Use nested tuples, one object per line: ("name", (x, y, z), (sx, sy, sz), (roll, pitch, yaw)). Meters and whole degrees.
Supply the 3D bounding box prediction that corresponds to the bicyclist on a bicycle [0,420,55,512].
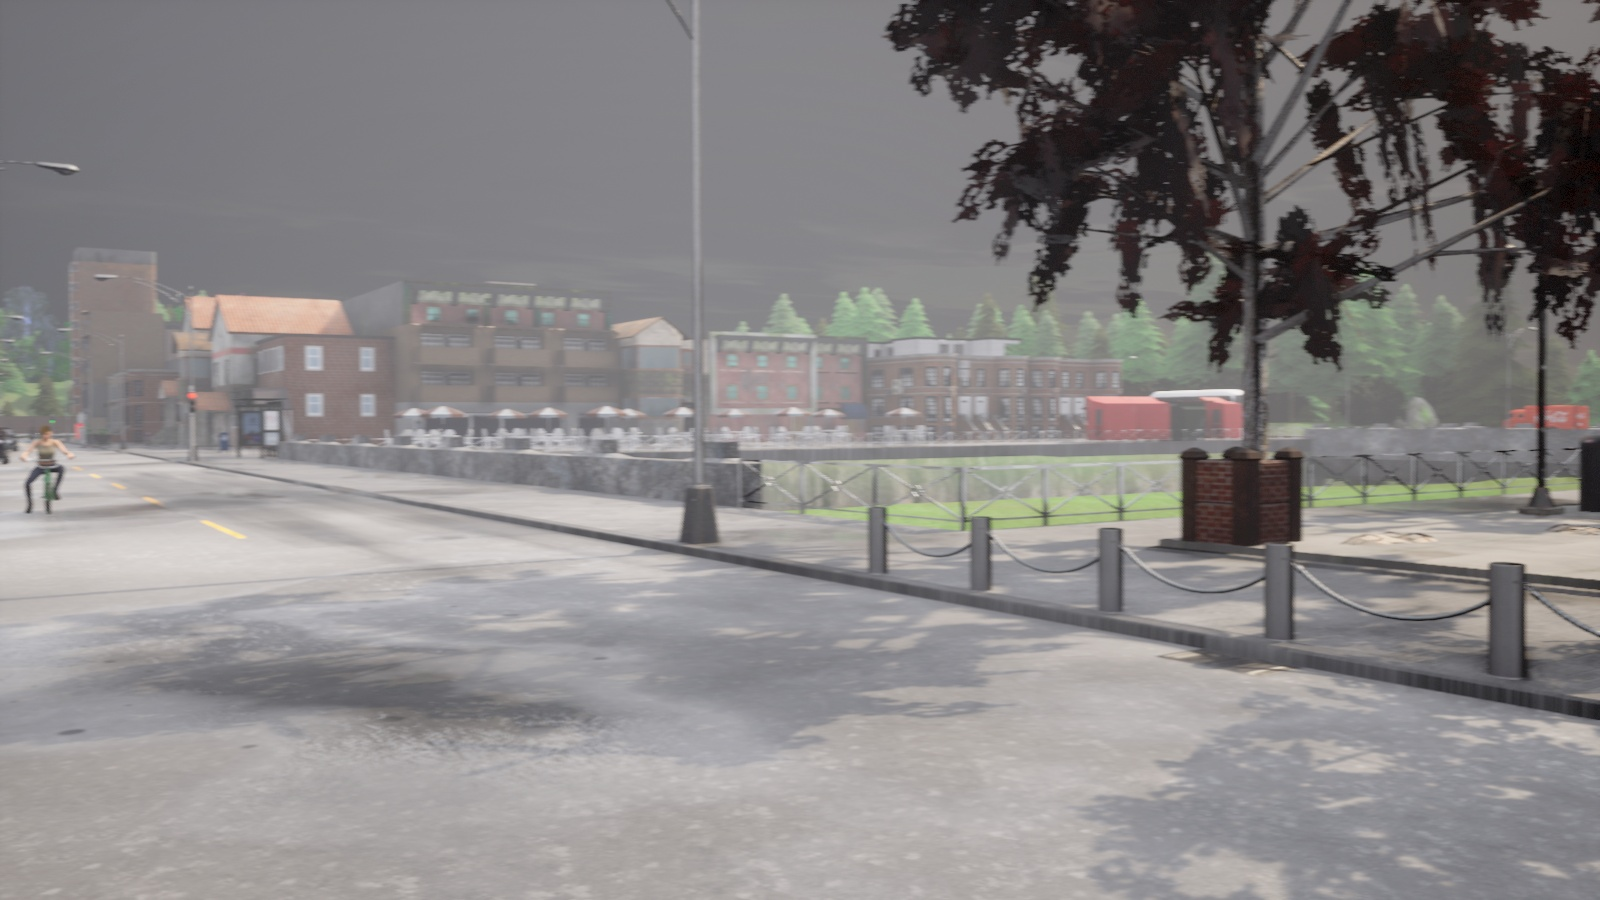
("bicyclist on a bicycle", (-14.099, 0.259, 22.831), (0.866, 1.612, 1.509), (-1, 1, -34))
